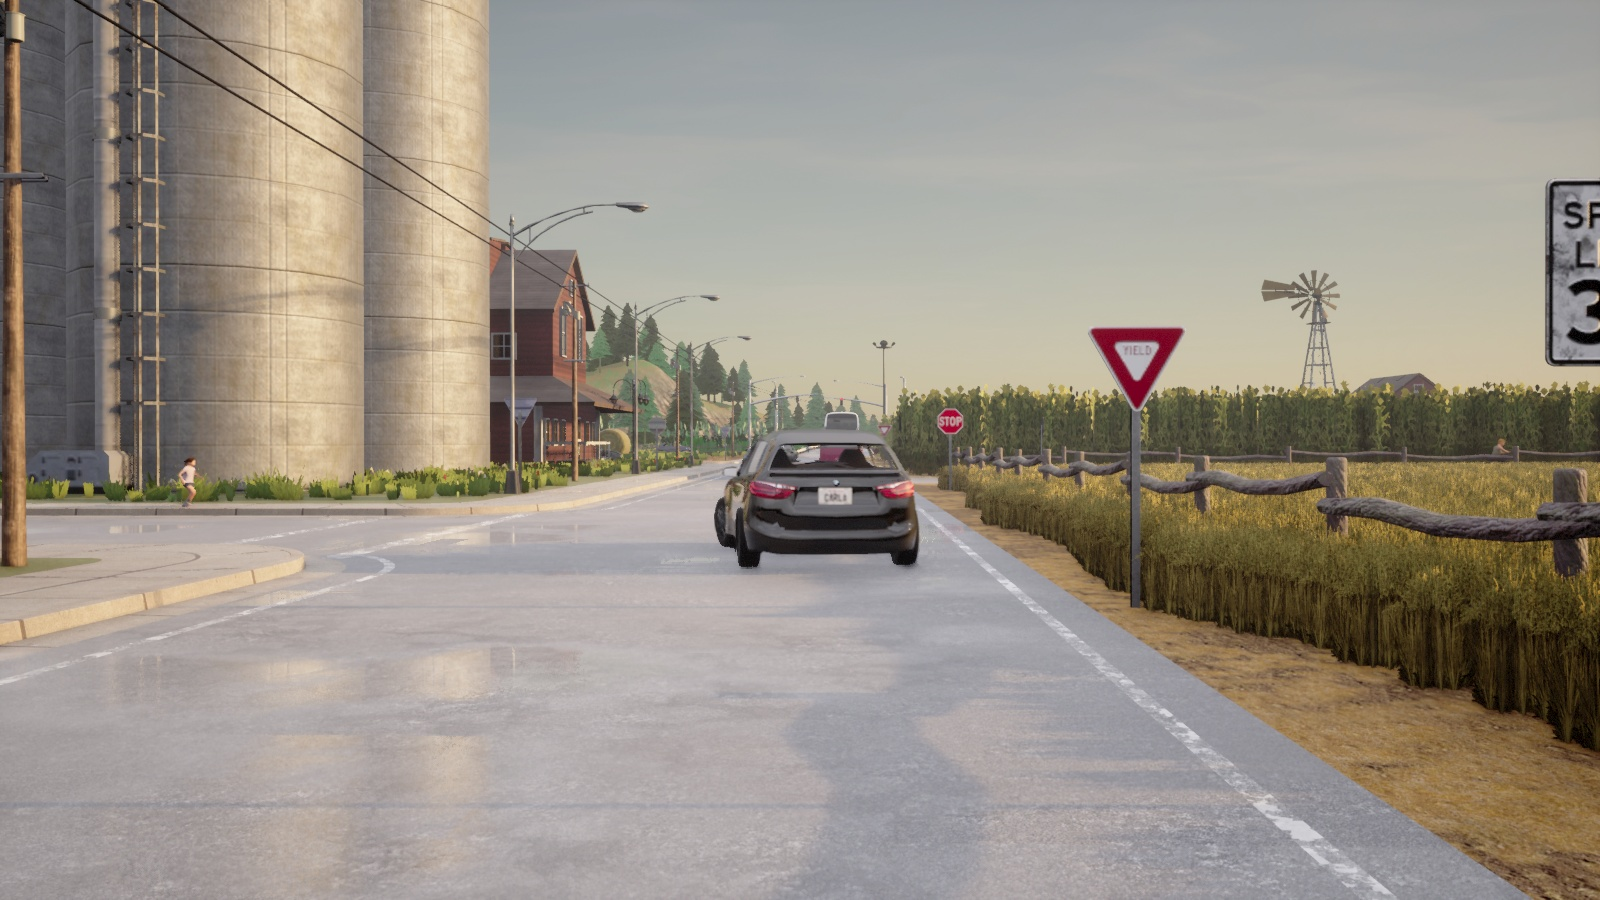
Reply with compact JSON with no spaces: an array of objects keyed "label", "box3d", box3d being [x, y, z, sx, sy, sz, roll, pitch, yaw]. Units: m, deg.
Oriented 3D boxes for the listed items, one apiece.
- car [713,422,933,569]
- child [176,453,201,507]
[{"label":"car","box3d":[0.115,0.498,16.661,2.242,1.667,4.611,0,0,-8]},{"label":"child","box3d":[-12.799,0.623,26.284,0.394,1.110,0.255,0,0,5]}]
